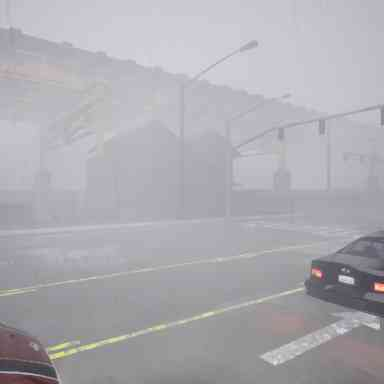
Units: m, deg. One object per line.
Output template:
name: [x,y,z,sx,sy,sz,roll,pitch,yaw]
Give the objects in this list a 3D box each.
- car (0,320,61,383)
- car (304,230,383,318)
car: [-2.989,1.352,1.615,4.553,1.767,2.097,0,0,-36]
car: [4.692,1.547,7.133,5.357,1.411,2.033,0,0,-35]
